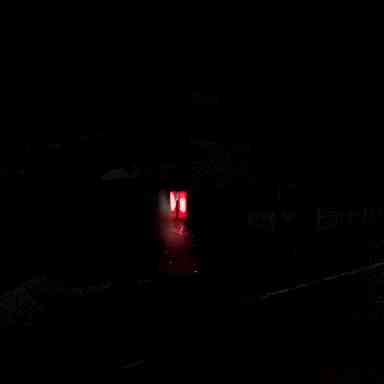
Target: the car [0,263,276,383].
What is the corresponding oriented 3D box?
[{"bbox_3d":[-1.173,1.524,3.147,4.674,1.442,1.812,0,0,-35],"label":"car"}]
